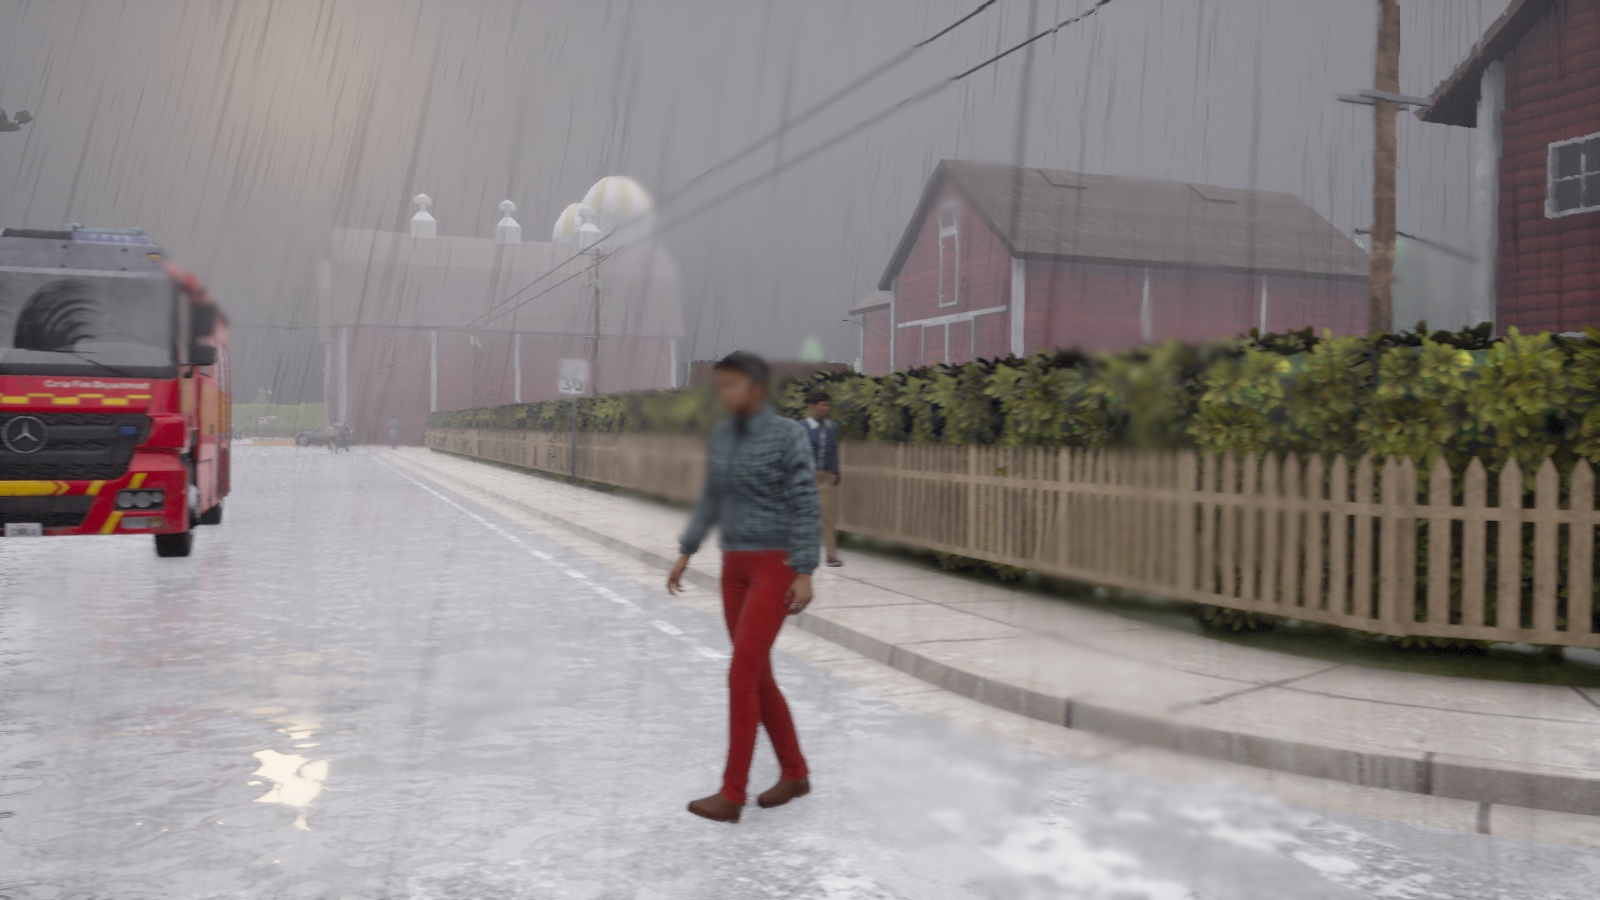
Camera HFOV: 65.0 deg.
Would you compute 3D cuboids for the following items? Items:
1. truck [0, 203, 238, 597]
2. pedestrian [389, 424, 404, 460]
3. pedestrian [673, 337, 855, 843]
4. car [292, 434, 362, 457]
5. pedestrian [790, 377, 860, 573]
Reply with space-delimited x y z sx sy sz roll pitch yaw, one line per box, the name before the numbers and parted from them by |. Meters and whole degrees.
truck | -9.123 -0.532 16.219 2.891 3.827 8.468 -1 1 -21
pedestrian | -22.035 -0.424 68.568 0.659 1.952 0.873 -1 1 -26
pedestrian | -0.134 0.505 4.908 0.614 1.847 0.353 -1 1 -43
car | -30.835 -0.305 81.943 3.806 1.475 1.970 -1 1 11
pedestrian | 0.251 0.242 12.909 0.423 1.949 0.788 -1 1 -21
